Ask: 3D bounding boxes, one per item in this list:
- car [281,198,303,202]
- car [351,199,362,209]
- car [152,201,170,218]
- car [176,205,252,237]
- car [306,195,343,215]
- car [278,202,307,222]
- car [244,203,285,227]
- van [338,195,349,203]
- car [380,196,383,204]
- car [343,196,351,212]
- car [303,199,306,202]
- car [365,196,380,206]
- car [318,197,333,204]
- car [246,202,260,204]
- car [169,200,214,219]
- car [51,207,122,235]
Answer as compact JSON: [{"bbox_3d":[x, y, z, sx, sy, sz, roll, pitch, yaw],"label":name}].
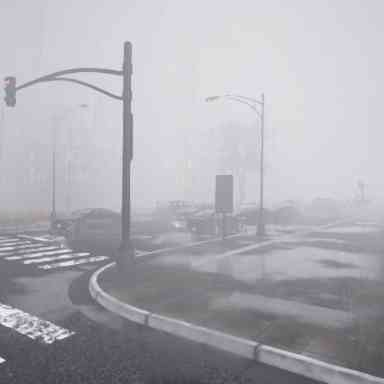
[{"bbox_3d":[12.867,1.709,44.597,1.812,1.442,4.674,1,0,37],"label":"car"},{"bbox_3d":[24.900,1.773,51.291,1.967,1.590,4.097,1,0,36],"label":"car"},{"bbox_3d":[-1.675,1.481,29.485,1.967,1.590,4.097,1,0,36],"label":"car"},{"bbox_3d":[1.413,1.696,19.100,2.008,1.369,4.403,1,0,36],"label":"car"},{"bbox_3d":[15.111,1.569,37.821,2.192,1.841,5.009,1,0,36],"label":"car"},{"bbox_3d":[7.902,1.779,27.935,1.802,1.307,4.206,1,0,36],"label":"car"},{"bbox_3d":[4.658,1.737,23.518,1.947,1.339,4.313,1,0,36],"label":"car"},{"bbox_3d":[37.864,1.706,83.093,1.690,1.788,3.998,1,0,36],"label":"van"},{"bbox_3d":[41.333,1.784,73.660,2.192,1.841,5.009,1,0,36],"label":"car"},{"bbox_3d":[18.370,1.720,42.315,1.967,1.590,4.097,1,0,36],"label":"car"},{"bbox_3d":[18.044,1.727,56.114,1.752,1.417,4.829,1,0,36],"label":"car"},{"bbox_3d":[34.858,1.940,64.849,1.752,1.417,4.829,1,0,36],"label":"car"},{"bbox_3d":[28.003,1.849,69.672,1.947,1.339,4.313,1,0,36],"label":"car"},{"bbox_3d":[6.703,1.734,36.284,1.895,1.301,4.718,1,0,36],"label":"car"},{"bbox_3d":[0.799,1.633,28.257,2.033,1.411,5.357,1,0,36],"label":"car"},{"bbox_3d":[-5.849,1.598,19.087,1.994,1.385,4.181,1,0,34],"label":"car"}]
